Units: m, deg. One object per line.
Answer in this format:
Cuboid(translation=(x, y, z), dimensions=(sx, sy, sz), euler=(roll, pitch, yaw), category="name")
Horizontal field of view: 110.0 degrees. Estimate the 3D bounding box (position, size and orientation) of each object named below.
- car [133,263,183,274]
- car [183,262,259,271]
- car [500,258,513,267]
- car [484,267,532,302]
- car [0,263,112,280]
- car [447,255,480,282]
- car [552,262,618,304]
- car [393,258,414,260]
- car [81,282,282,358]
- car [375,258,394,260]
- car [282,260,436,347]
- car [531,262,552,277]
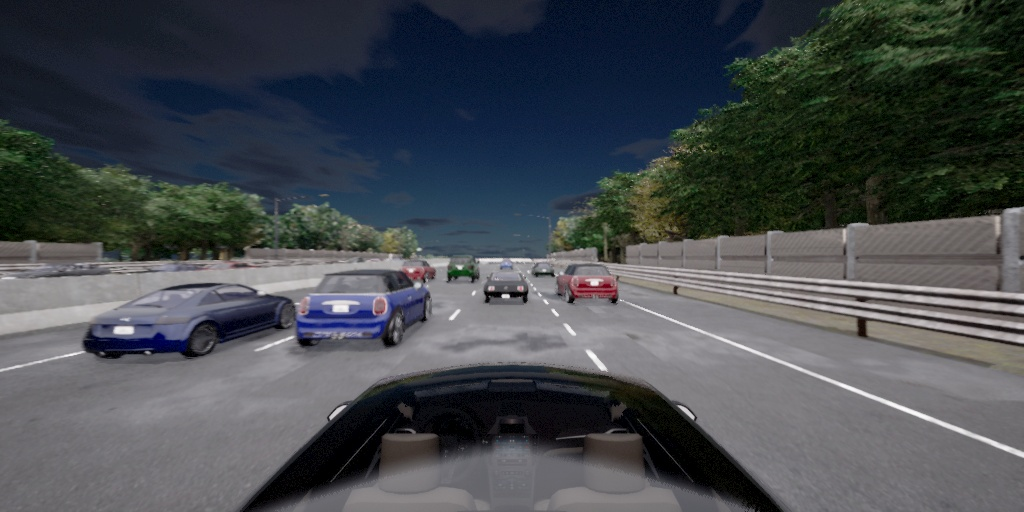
Cuboid(translation=(-25.024, 1.259, 26.704), dimensions=(2.033, 1.411, 5.357), euler=(0, 0, -1), category="car")
Cuboid(translation=(-21.527, 1.196, 27.128), dimensions=(1.882, 1.535, 5.008), euler=(0, 0, -1), category="car")
Cuboid(translation=(-0.817, 1.235, 52.947), dimensions=(2.033, 1.411, 5.357), euler=(0, 0, -1), category="car")
Cuboid(translation=(-0.281, 1.371, 17.020), dimensions=(1.895, 1.301, 4.718), euler=(0, 0, -1), category="car")
Cuboid(translation=(-28.462, 1.201, 22.644), dimensions=(2.128, 1.511, 4.902), euler=(0, 0, -1), category="car")
Cuboid(translation=(-3.858, 0.974, 28.928), dimensions=(2.150, 2.045, 5.566), euler=(0, 0, -1), category="car")
Cuboid(translation=(3.325, 1.127, 16.704), dimensions=(2.097, 1.767, 4.553), euler=(0, 0, -1), category="car")
Cuboid(translation=(-7.346, 1.098, 28.102), dimensions=(2.097, 1.767, 4.553), euler=(0, 0, -1), category="car")
Cuboid(translation=(-7.054, 1.313, 8.494), dimensions=(1.994, 1.385, 4.181), euler=(0, 0, -1), category="car")
Cuboid(translation=(-18.333, 1.259, 49.655), dimensions=(1.895, 1.301, 4.718), euler=(0, 0, 0), category="car")
Cuboid(translation=(-3.569, 1.110, 9.533), dimensions=(2.097, 1.767, 4.553), euler=(0, 0, -1), category="car")
Cuboid(translation=(3.037, 1.313, 35.936), dimensions=(1.994, 1.385, 4.181), euler=(0, 0, -1), category="car")
